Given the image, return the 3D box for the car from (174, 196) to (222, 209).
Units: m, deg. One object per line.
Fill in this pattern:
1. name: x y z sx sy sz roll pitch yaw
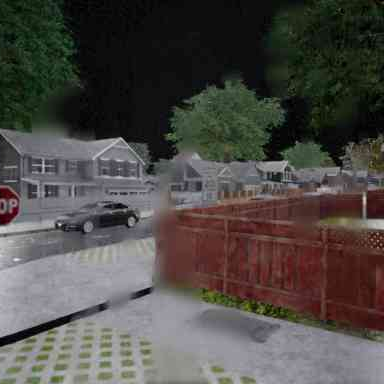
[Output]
1. car: 0.501 1.092 25.411 2.128 1.511 4.902 0 1 35

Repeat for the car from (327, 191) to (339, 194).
1. car: 20.230 0.552 48.601 2.128 1.511 4.902 0 1 35

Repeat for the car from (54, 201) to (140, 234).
1. car: -4.877 1.272 17.744 1.837 1.490 4.892 0 1 35

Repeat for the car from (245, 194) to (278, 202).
1. car: 7.522 0.928 35.418 2.033 1.411 5.357 0 1 35

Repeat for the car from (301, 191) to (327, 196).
1. car: 14.406 0.750 40.205 1.837 1.490 4.892 0 1 35
